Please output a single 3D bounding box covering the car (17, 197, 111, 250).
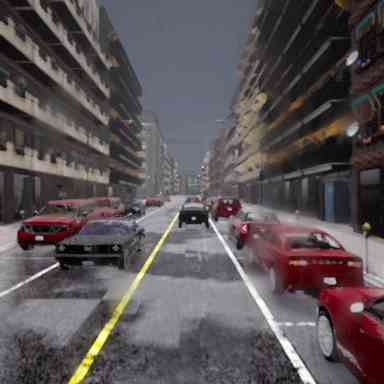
[{"bbox_3d":[-5.287,1.277,14.063,2.192,1.841,5.009,1,0,0],"label":"car"}]

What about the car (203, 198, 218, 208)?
[{"bbox_3d":[2.560,1.492,47.189,1.802,1.307,4.206,1,0,0],"label":"car"}]

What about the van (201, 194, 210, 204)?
[{"bbox_3d":[2.569,1.252,63.784,1.690,1.788,3.998,1,0,0],"label":"van"}]

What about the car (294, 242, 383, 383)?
[{"bbox_3d":[2.585,1.536,2.940,1.887,1.381,4.507,1,0,0],"label":"car"}]

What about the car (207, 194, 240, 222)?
[{"bbox_3d":[2.561,1.252,25.063,2.192,1.841,5.009,1,0,0],"label":"car"}]

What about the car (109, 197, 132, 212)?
[{"bbox_3d":[-5.286,1.264,19.593,2.192,1.841,5.009,1,0,0],"label":"car"}]

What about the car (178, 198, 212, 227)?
[{"bbox_3d":[0.105,1.421,22.165,1.882,1.535,5.008,0,0,0],"label":"car"}]

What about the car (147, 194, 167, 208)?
[{"bbox_3d":[-5.280,1.225,47.246,2.192,1.841,5.009,1,0,0],"label":"car"}]

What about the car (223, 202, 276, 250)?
[{"bbox_3d":[2.598,1.402,14.001,1.967,1.590,4.097,1,0,0],"label":"car"}]

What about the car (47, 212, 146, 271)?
[{"bbox_3d":[-2.747,1.570,10.993,1.895,1.301,4.718,0,0,0],"label":"car"}]

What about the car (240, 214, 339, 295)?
[{"bbox_3d":[2.586,1.521,8.470,1.887,1.381,4.507,1,0,0],"label":"car"}]

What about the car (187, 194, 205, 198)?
[{"bbox_3d":[0.111,1.267,39.400,2.097,1.767,4.553,0,0,0],"label":"car"}]

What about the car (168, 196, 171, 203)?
[{"bbox_3d":[-5.282,1.496,69.371,1.802,1.307,4.206,1,0,0],"label":"car"}]

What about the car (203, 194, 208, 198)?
[{"bbox_3d":[2.561,1.360,36.126,1.967,1.590,4.097,1,0,0],"label":"car"}]

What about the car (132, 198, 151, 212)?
[{"bbox_3d":[-5.290,1.493,30.657,1.947,1.339,4.313,1,0,0],"label":"car"}]
